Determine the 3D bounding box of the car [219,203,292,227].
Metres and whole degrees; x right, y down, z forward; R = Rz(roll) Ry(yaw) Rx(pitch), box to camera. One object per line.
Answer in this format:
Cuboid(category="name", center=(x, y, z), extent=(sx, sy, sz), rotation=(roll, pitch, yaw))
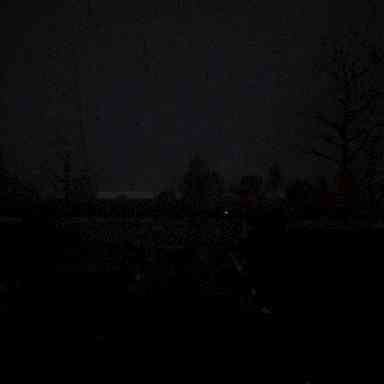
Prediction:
Cuboid(category="car", center=(4.139, 1.449, 21.872), extent=(4.674, 1.442, 1.812), rotation=(1, 0, 0))
